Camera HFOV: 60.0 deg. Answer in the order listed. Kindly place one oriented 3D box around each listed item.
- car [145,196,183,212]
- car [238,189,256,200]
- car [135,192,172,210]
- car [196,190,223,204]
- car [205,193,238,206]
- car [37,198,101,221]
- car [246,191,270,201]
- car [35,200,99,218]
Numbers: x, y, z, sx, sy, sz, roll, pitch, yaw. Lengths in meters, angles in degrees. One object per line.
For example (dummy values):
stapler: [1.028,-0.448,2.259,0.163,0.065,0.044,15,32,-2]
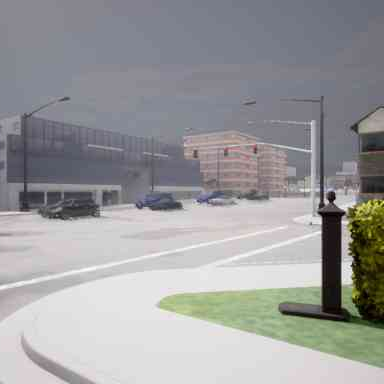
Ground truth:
car: [-2.819,1.457,37.381,1.994,1.385,4.181,0,1,35]
car: [10.429,0.474,62.327,2.150,2.045,5.566,0,0,35]
car: [-4.525,1.082,41.053,2.150,2.045,5.566,0,1,35]
car: [2.900,0.787,51.639,2.150,2.045,5.566,0,2,35]
car: [4.295,1.243,47.537,1.895,1.301,4.718,0,2,35]
car: [-9.800,1.325,27.309,2.097,1.767,4.553,0,1,33]
car: [11.863,0.894,58.298,1.895,1.301,4.718,0,1,35]
car: [-11.522,1.505,31.075,2.033,1.411,5.357,0,0,35]
